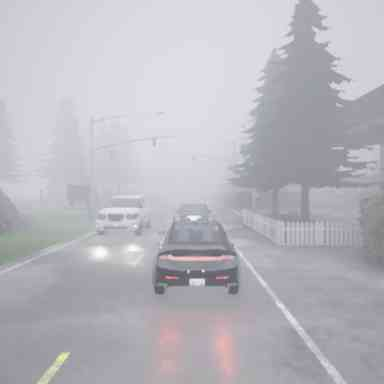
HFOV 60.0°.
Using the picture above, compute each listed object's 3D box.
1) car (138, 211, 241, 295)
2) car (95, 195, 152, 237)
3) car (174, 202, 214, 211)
[{"bbox_3d":[0.096,1.471,8.662,2.128,1.511,4.902,0,0,0],"label":"car"},{"bbox_3d":[-3.552,1.180,18.269,2.150,2.045,5.566,0,0,1],"label":"car"},{"bbox_3d":[0.091,1.310,17.815,2.097,1.767,4.553,0,0,0],"label":"car"}]
